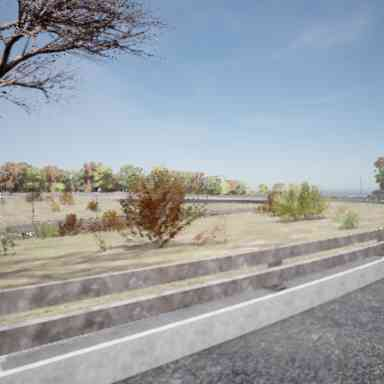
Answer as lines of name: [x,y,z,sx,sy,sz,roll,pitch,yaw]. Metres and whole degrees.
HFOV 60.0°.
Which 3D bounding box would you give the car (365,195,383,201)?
car: [44.337,1.500,81.772,1.837,1.490,4.892,0,0,0]
